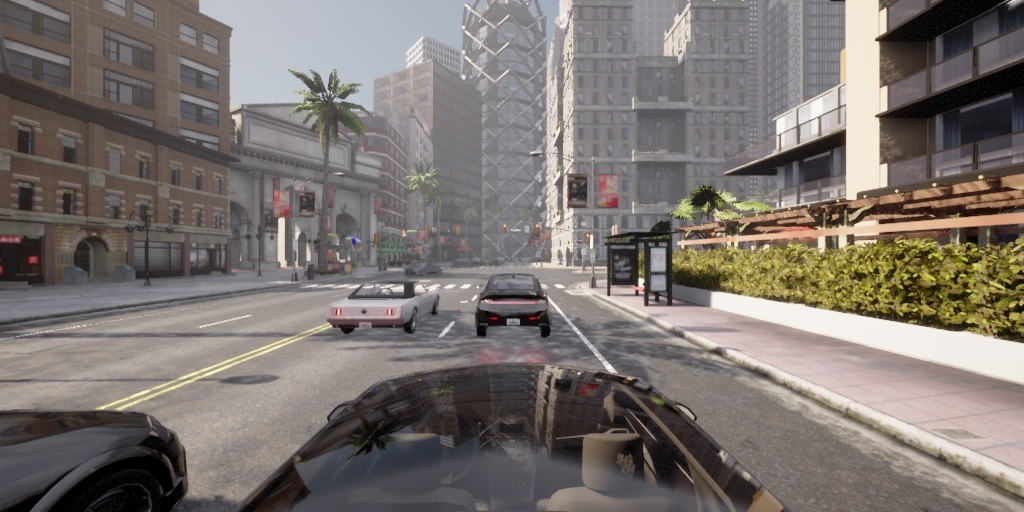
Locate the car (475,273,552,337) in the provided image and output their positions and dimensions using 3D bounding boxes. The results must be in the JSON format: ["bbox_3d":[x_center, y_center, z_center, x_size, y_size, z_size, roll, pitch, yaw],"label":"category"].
[{"bbox_3d":[0.042,1.240,10.329,2.128,1.511,4.902,0,0,0],"label":"car"}]

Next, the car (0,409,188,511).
[{"bbox_3d":[-3.392,1.314,0.889,1.994,1.385,4.181,0,0,0],"label":"car"}]

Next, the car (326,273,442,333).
[{"bbox_3d":[-3.457,1.350,10.708,1.895,1.301,4.718,0,0,0],"label":"car"}]

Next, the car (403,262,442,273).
[{"bbox_3d":[-8.794,1.309,35.603,1.994,1.385,4.181,0,0,26],"label":"car"}]
